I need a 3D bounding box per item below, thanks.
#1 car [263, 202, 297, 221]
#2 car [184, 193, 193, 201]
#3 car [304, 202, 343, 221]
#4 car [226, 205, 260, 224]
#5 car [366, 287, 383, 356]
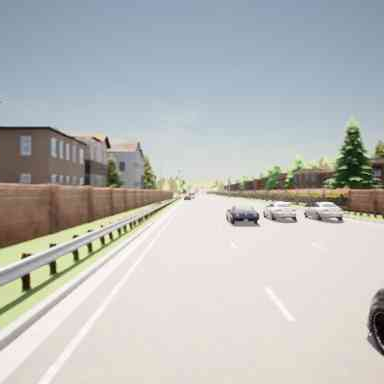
[{"bbox_3d":[7.093,1.535,27.052,1.812,1.442,4.674,0,0,0],"label":"car"},{"bbox_3d":[-1.205,1.554,88.592,1.812,1.442,4.674,0,0,0],"label":"car"},{"bbox_3d":[10.593,1.535,26.992,1.812,1.442,4.674,0,0,0],"label":"car"},{"bbox_3d":[3.606,1.609,24.455,1.895,1.301,4.718,0,0,0],"label":"car"},{"bbox_3d":[3.600,1.565,3.286,1.994,1.385,4.181,0,0,0],"label":"car"}]
